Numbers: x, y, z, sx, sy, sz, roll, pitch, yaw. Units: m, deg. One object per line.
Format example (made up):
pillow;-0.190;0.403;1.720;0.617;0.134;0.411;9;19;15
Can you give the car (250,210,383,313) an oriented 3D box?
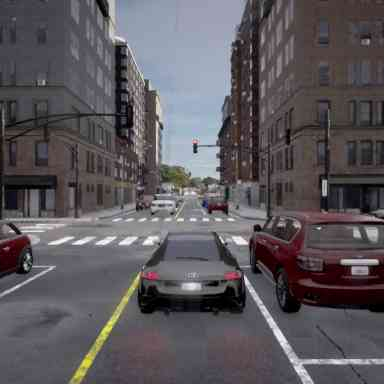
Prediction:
car;2.625;1.315;7.595;2.192;1.841;5.009;0;0;0

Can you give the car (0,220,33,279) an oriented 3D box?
car;-5.400;1.440;7.581;1.967;1.590;4.097;0;0;0

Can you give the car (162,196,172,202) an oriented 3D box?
car;-5.532;1.537;73.162;1.887;1.381;4.507;0;0;0

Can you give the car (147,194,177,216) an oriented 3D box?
car;-2.869;1.220;33.140;2.150;2.045;5.566;0;0;-2

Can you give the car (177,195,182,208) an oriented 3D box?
car;-2.925;1.559;48.621;1.994;1.385;4.181;0;0;0

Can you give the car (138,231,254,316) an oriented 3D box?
car;0.012;1.564;7.617;1.994;1.385;4.181;0;0;1

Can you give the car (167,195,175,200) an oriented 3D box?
car;-5.555;1.573;89.674;1.802;1.307;4.206;0;0;0

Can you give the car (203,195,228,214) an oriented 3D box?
car;2.641;1.312;34.651;2.192;1.841;5.009;0;0;0

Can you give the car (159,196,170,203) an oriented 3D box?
car;-5.525;1.538;67.659;1.887;1.381;4.507;0;0;0

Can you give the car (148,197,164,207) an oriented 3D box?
car;-5.503;1.546;51.147;2.008;1.369;4.403;0;0;0

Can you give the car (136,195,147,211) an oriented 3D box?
car;-5.488;1.312;40.140;2.192;1.841;5.009;0;0;0

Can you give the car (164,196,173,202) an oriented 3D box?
car;-5.540;1.543;78.666;2.008;1.369;4.403;0;0;0

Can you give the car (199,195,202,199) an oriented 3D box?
car;2.599;1.311;51.163;2.192;1.841;5.009;0;0;0
